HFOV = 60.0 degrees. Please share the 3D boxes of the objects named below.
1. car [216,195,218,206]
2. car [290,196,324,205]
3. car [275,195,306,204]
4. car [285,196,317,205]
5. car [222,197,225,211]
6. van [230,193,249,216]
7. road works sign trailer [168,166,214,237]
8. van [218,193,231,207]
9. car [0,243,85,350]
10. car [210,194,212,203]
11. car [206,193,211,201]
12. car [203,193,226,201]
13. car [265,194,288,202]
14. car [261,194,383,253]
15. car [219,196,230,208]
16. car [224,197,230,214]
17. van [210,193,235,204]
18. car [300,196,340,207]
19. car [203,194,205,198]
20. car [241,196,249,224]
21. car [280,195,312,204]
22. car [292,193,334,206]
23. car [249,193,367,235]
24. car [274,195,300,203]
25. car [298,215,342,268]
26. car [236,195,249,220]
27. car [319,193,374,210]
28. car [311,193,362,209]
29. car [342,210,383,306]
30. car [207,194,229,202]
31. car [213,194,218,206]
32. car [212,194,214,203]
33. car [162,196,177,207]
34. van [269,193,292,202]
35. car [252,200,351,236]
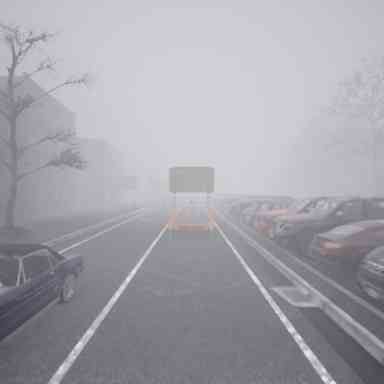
[{"bbox_3d":[5.645,1.420,40.024,4.792,1.488,2.163,0,0,0],"label":"car"},{"bbox_3d":[18.699,1.403,54.212,4.792,1.488,2.163,0,0,0],"label":"car"},{"bbox_3d":[18.471,1.376,62.569,5.366,1.575,1.946,0,0,0],"label":"car"},{"bbox_3d":[18.636,1.405,56.997,4.792,1.488,2.163,0,0,0],"label":"car"},{"bbox_3d":[5.602,1.441,31.614,4.792,1.488,2.163,0,0,0],"label":"car"},{"bbox_3d":[5.524,1.200,26.007,4.442,1.987,1.878,0,0,0],"label":"van"},{"bbox_3d":[-0.016,0.434,17.697,2.380,3.560,2.880,0,0,1],"label":"road works sign trailer"},{"bbox_3d":[5.504,1.171,37.220,4.442,1.987,1.878,0,0,0],"label":"van"},{"bbox_3d":[-3.353,1.596,5.313,1.895,1.301,4.718,0,0,0],"label":"car"},{"bbox_3d":[5.567,1.402,51.235,4.792,1.488,2.163,0,0,0],"label":"car"},{"bbox_3d":[5.615,1.122,56.840,5.566,2.045,2.435,0,0,0],"label":"car"},{"bbox_3d":[5.591,1.168,82.070,5.566,2.045,2.435,0,0,0],"label":"car"},{"bbox_3d":[18.613,1.264,73.707,4.553,1.767,2.185,0,0,0],"label":"car"},{"bbox_3d":[5.637,1.209,11.991,5.566,2.045,2.435,0,0,0],"label":"car"},{"bbox_3d":[5.597,1.434,34.417,4.792,1.488,2.163,0,0,0],"label":"car"},{"bbox_3d":[5.631,1.418,28.811,5.008,1.535,2.097,0,0,0],"label":"car"},{"bbox_3d":[5.693,1.152,62.448,4.442,1.987,1.878,0,0,0],"label":"van"},{"bbox_3d":[18.675,1.376,48.643,5.008,1.535,2.097,0,0,0],"label":"car"},{"bbox_3d":[5.593,1.138,73.660,5.566,2.045,2.435,0,0,0],"label":"car"},{"bbox_3d":[5.619,1.314,20.401,4.553,1.767,2.185,0,0,0],"label":"car"},{"bbox_3d":[18.655,1.377,59.782,5.008,1.535,2.097,0,0,0],"label":"car"},{"bbox_3d":[18.647,1.122,51.429,5.566,2.045,2.435,0,0,0],"label":"car"},{"bbox_3d":[5.632,1.202,14.794,5.566,2.045,2.435,0,0,0],"label":"car"},{"bbox_3d":[18.650,1.421,65.354,4.674,1.452,2.002,0,0,0],"label":"car"},{"bbox_3d":[5.668,1.508,9.188,4.674,1.452,2.002,0,0,0],"label":"car"},{"bbox_3d":[5.677,1.307,23.204,4.553,1.767,2.185,0,0,0],"label":"car"},{"bbox_3d":[18.667,1.139,40.412,5.566,2.045,2.435,0,0,0],"label":"car"},{"bbox_3d":[18.661,1.132,43.074,5.566,2.045,2.435,0,0,0],"label":"car"},{"bbox_3d":[5.707,1.349,6.384,4.553,1.767,2.185,0,0,0],"label":"car"},{"bbox_3d":[5.535,1.258,70.858,4.553,1.767,2.185,0,0,0],"label":"car"},{"bbox_3d":[5.797,1.380,42.828,5.366,1.575,1.946,0,0,0],"label":"car"},{"bbox_3d":[5.601,1.377,45.627,5.008,1.535,2.097,0,0,0],"label":"car"},{"bbox_3d":[-3.345,1.398,49.528,2.128,1.511,4.902,0,0,0],"label":"car"},{"bbox_3d":[18.762,1.159,70.926,4.442,1.987,1.878,0,0,0],"label":"van"},{"bbox_3d":[5.625,1.321,17.597,4.553,1.767,2.185,0,0,0],"label":"car"}]
